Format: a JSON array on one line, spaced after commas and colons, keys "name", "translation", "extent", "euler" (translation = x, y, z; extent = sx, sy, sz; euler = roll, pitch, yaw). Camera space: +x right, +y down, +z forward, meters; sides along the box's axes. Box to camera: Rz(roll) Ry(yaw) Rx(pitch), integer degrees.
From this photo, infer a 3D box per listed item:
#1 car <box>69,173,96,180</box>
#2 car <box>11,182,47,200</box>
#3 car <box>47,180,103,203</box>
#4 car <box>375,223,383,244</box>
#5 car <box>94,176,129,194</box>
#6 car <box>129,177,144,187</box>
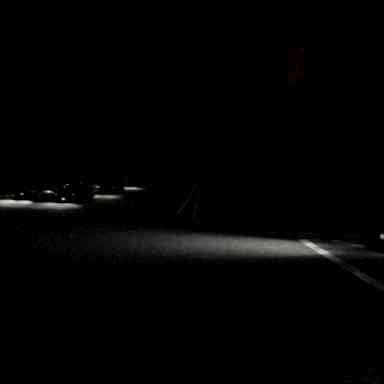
[{"name": "car", "translation": [-12.446, -1.103, 37.631], "extent": [2.150, 2.045, 5.566], "euler": [2, 4, 3]}, {"name": "car", "translation": [-12.892, -0.133, 27.334], "extent": [1.994, 1.385, 4.181], "euler": [2, 3, 2]}, {"name": "car", "translation": [-9.398, -0.004, 27.244], "extent": [2.033, 1.411, 5.357], "euler": [2, 3, 2]}, {"name": "car", "translation": [9.057, 1.380, 11.502], "extent": [4.902, 1.511, 2.128], "euler": [2, 2, 0]}, {"name": "car", "translation": [-8.966, -0.696, 37.457], "extent": [1.882, 1.535, 5.008], "euler": [2, 4, 2]}, {"name": "car", "translation": [-8.417, -1.573, 49.434], "extent": [2.033, 1.411, 5.357], "euler": [2, 5, 3]}]
